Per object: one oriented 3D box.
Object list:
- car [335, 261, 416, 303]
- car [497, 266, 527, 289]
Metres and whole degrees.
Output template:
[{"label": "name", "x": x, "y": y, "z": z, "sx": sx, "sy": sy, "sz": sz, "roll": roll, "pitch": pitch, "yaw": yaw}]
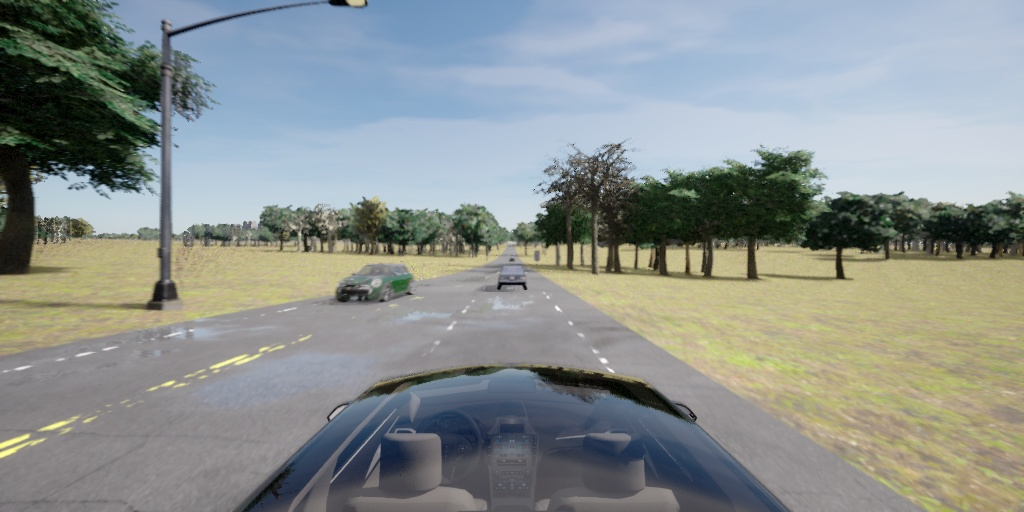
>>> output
[{"label": "car", "x": -6.214, "y": 1.129, "z": 16.803, "sx": 2.097, "sy": 1.767, "sz": 4.553, "roll": 0, "pitch": 0, "yaw": 5}, {"label": "car", "x": 0.014, "y": 1.347, "z": 23.630, "sx": 2.033, "sy": 1.411, "sz": 5.357, "roll": 0, "pitch": 0, "yaw": 0}]
